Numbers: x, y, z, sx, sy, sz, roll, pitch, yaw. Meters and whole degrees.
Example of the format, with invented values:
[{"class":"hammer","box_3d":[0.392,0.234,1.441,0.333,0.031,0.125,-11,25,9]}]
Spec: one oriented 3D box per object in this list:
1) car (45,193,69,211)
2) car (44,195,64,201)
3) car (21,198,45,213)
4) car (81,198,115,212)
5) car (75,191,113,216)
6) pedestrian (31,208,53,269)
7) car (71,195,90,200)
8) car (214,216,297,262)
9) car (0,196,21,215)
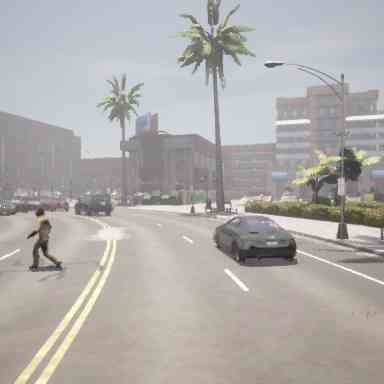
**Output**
[{"class":"car","box_3d":[-16.873,1.352,40.339,4.553,1.767,2.097,0,0,39]},{"class":"car","box_3d":[-33.346,1.405,80.228,4.193,1.474,1.816,0,0,18]},{"class":"car","box_3d":[-18.774,1.601,37.128,4.718,1.301,1.895,0,0,41]},{"class":"car","box_3d":[-11.267,1.478,39.658,1.882,1.535,5.008,0,0,-43]},{"class":"car","box_3d":[-9.659,1.221,32.498,2.150,2.045,5.566,0,0,-36]},{"class":"pedestrian","box_3d":[-4.314,1.294,9.591,0.375,1.860,0.375,0,0,-9]},{"class":"car","box_3d":[-30.280,1.574,90.273,4.718,1.301,1.895,0,0,18]},{"class":"car","box_3d":[2.146,1.564,12.278,1.994,1.385,4.181,0,0,-9]},{"class":"car","box_3d":[-18.702,1.351,32.193,4.553,1.767,2.097,0,0,45]}]
